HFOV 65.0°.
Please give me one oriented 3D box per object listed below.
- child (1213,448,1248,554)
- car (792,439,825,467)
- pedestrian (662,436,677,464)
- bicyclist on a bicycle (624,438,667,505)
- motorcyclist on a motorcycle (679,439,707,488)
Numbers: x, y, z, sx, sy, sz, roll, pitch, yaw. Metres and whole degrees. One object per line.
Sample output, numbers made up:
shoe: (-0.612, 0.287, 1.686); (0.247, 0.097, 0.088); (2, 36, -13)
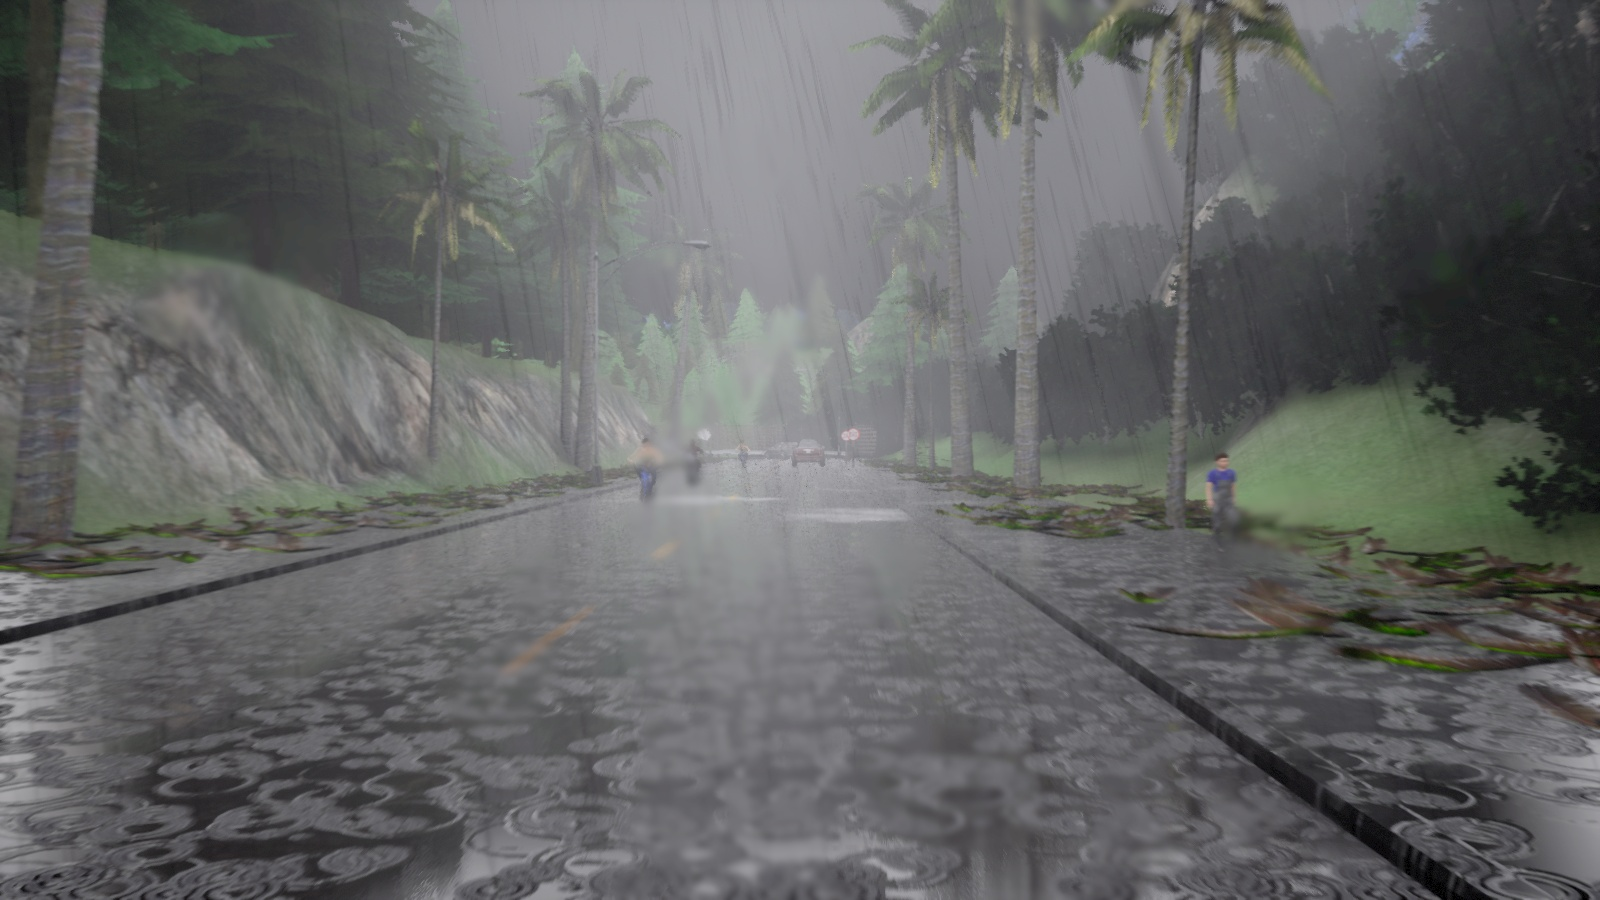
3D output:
child: (5.190, 0.606, 15.150); (0.270, 1.263, 0.437); (0, 0, 1)
car: (0.546, 0.153, 81.213); (2.097, 1.767, 4.553); (0, 0, 0)
pedestrian: (-8.746, -0.020, 84.279); (0.874, 1.855, 0.900); (0, 0, 0)
bicyclist on a bicycle: (-3.802, 0.507, 30.984); (0.866, 1.612, 1.509); (0, 0, 1)
motorcyclist on a motorcycle: (-3.717, 0.450, 43.786); (0.766, 1.649, 2.350); (0, 1, 0)
